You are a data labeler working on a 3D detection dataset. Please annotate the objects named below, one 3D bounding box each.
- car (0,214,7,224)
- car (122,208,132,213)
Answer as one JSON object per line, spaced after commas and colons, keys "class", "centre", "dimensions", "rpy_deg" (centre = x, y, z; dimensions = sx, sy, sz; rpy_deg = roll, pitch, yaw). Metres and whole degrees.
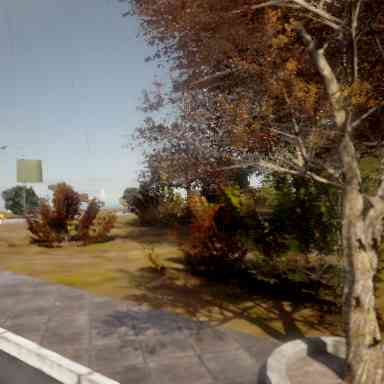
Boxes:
{"class": "car", "centre": [-20.576, 2.489, 31.988], "dimensions": [1.882, 1.535, 5.008], "rpy_deg": [-4, -2, 33]}
{"class": "car", "centre": [-11.770, 3.398, 65.574], "dimensions": [1.837, 1.490, 4.892], "rpy_deg": [-4, -3, 32]}
